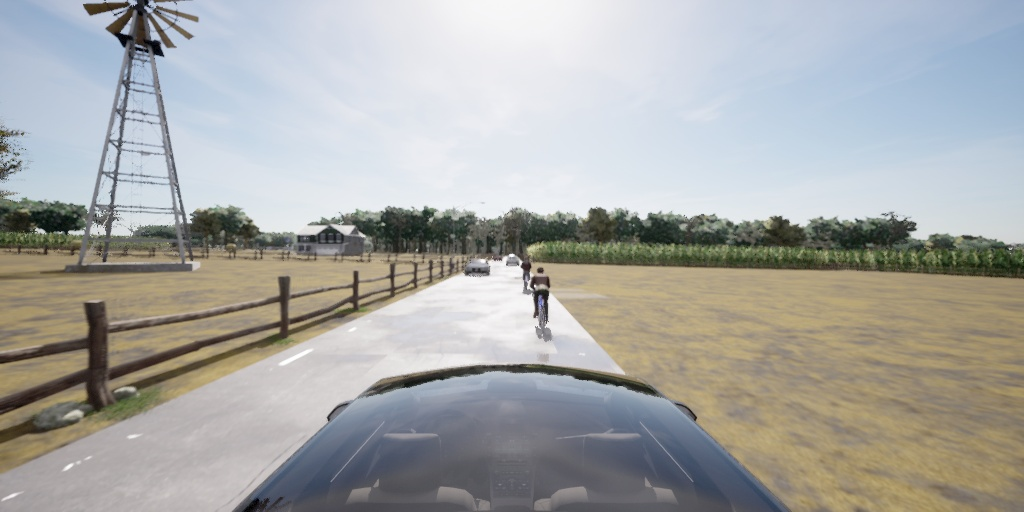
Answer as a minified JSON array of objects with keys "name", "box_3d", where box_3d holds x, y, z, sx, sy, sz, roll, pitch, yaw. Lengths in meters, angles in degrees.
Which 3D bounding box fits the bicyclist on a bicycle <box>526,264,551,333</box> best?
[{"name":"bicyclist on a bicycle","box_3d":[0.756,1.110,9.362,0.582,1.620,1.656,0,0,0]}]

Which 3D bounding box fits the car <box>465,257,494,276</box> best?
[{"name":"car","box_3d":[-2.850,0.961,30.747,1.994,1.385,4.181,0,1,0]}]

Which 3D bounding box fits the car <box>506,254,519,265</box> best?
[{"name":"car","box_3d":[0.090,0.713,53.116,1.895,1.301,4.718,0,1,0]}]

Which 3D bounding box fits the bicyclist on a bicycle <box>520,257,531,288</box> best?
[{"name":"bicyclist on a bicycle","box_3d":[0.754,0.910,19.020,0.659,1.776,1.843,0,1,0]}]
